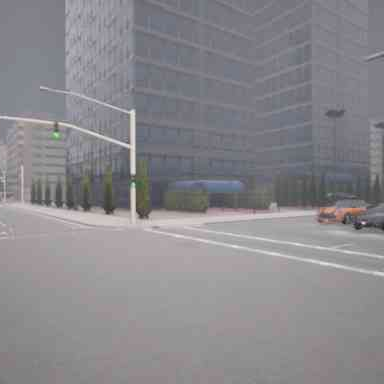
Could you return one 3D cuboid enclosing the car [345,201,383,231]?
[{"bbox_3d":[11.431,1.466,19.769,4.892,1.490,1.837,0,0,-36],"label":"car"}]

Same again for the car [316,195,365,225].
[{"bbox_3d":[10.839,1.323,23.651,4.553,1.767,2.097,0,0,-36],"label":"car"}]

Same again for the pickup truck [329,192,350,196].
[{"bbox_3d":[19.713,1.013,46.031,6.274,2.098,2.390,0,0,-5],"label":"pickup truck"}]
